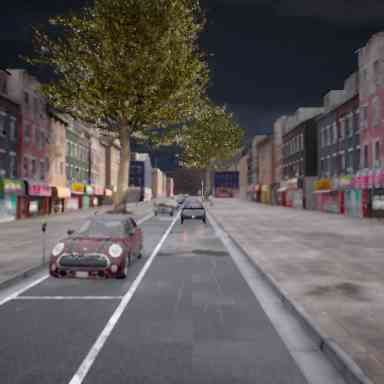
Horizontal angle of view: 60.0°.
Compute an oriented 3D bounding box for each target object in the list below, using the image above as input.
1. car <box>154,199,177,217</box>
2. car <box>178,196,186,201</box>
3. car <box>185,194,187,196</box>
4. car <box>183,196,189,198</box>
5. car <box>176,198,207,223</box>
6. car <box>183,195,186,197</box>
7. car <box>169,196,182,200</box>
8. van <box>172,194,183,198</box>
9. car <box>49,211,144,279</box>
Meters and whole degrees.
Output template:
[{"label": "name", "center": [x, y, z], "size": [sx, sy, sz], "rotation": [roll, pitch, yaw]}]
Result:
[{"label": "car", "center": [-2.621, 1.607, 32.085], "size": [1.802, 1.307, 4.206], "rotation": [2, 0, 0]}, {"label": "car", "center": [-2.626, 1.695, 87.436], "size": [2.008, 1.369, 4.403], "rotation": [1, 0, 0]}, {"label": "car", "center": [-2.624, 1.645, 70.831], "size": [1.887, 1.381, 4.507], "rotation": [2, 0, 0]}, {"label": "car", "center": [0.097, 1.606, 42.886], "size": [1.994, 1.385, 4.181], "rotation": [0, 0, 0]}, {"label": "car", "center": [0.098, 1.510, 25.506], "size": [2.128, 1.511, 4.902], "rotation": [0, 0, 0]}, {"label": "car", "center": [-2.624, 1.641, 59.761], "size": [1.947, 1.339, 4.313], "rotation": [2, 0, 0]}, {"label": "car", "center": [-2.621, 1.568, 42.985], "size": [1.752, 1.417, 4.829], "rotation": [2, 0, 0]}, {"label": "van", "center": [-2.616, 1.394, 48.691], "size": [1.690, 1.788, 3.998], "rotation": [2, 0, 0]}, {"label": "car", "center": [-2.615, 1.445, 9.945], "size": [1.967, 1.590, 4.097], "rotation": [2, 0, 0]}]
